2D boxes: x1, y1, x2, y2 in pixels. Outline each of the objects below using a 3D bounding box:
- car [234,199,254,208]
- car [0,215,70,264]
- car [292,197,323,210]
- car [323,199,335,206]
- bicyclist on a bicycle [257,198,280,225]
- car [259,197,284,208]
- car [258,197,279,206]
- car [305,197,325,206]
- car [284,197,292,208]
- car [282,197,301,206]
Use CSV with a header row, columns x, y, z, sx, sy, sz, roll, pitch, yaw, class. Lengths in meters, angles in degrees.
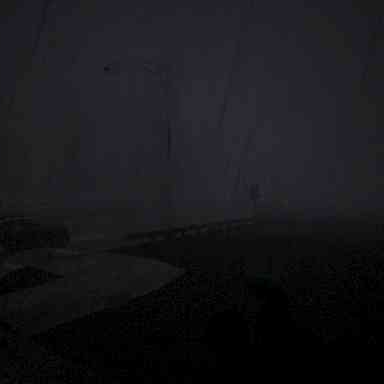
x,y,z,sx,sy,sz,roll,pitch,yaw,class
8.209,1.745,52.138,1.994,1.385,4.181,-1,0,35,car
-6.572,1.586,12.202,2.128,1.511,4.902,-1,-1,18,car
15.340,1.578,44.109,1.882,1.535,5.008,-1,0,35,car
21.302,1.703,52.728,1.895,1.301,4.718,-1,0,35,car
5.288,1.222,22.218,1.656,1.620,0.582,33,16,27,bicyclist on a bicycle
12.056,1.632,51.538,1.882,1.535,5.008,-1,0,35,car
13.884,1.660,60.274,1.882,1.535,5.008,-1,0,35,car
22.177,1.620,59.925,2.128,1.511,4.902,-1,0,35,car
16.401,1.605,51.645,1.882,1.535,5.008,-1,0,35,car
17.978,1.633,60.023,1.882,1.535,5.008,-1,0,35,car
